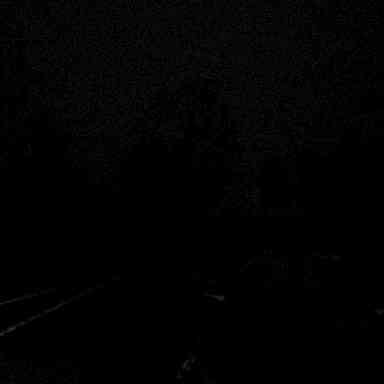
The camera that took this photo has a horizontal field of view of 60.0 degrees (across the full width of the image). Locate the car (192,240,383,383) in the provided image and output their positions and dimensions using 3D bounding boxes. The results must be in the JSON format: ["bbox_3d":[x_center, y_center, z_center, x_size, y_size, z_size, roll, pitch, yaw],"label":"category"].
[{"bbox_3d":[1.375,1.502,4.529,2.231,1.521,4.892,0,-1,16],"label":"car"}]
